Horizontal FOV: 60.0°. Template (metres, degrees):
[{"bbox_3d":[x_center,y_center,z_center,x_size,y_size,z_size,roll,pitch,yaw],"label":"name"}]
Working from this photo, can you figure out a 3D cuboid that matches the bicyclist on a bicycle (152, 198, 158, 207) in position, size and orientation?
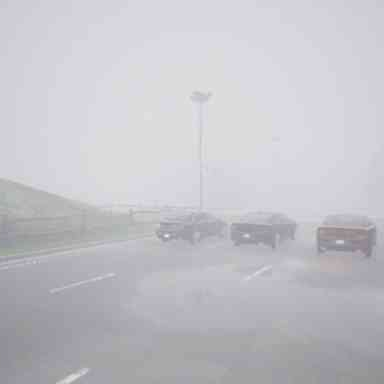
[{"bbox_3d":[-6.337,1.950,59.466,0.582,1.620,1.656,0,0,11],"label":"bicyclist on a bicycle"}]

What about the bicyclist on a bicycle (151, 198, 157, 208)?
[{"bbox_3d":[-6.775,1.952,59.549,0.582,1.620,1.656,0,0,11],"label":"bicyclist on a bicycle"}]

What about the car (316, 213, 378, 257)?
[{"bbox_3d":[6.520,1.617,13.849,1.882,1.535,5.008,0,0,32],"label":"car"}]

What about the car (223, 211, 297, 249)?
[{"bbox_3d":[3.535,1.641,15.676,1.882,1.535,5.008,0,0,32],"label":"car"}]

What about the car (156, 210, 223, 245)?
[{"bbox_3d":[0.154,1.689,16.867,1.837,1.490,4.892,0,0,32],"label":"car"}]
